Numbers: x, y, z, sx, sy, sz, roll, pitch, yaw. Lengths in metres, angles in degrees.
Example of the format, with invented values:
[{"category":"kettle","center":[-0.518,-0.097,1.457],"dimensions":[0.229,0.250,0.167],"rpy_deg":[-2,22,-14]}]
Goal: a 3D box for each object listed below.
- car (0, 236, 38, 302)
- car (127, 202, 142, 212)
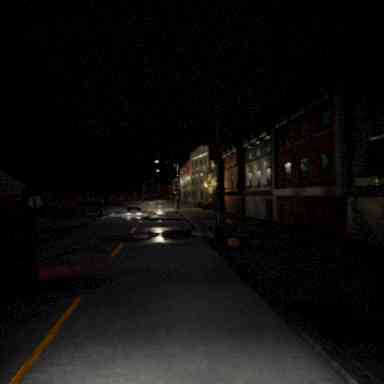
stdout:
[{"category":"car","center":[-4.599,1.654,6.570],"dimensions":[1.812,1.442,4.674],"rpy_deg":[-1,-1,-5]},{"category":"car","center":[-8.441,2.176,48.707],"dimensions":[1.895,1.301,4.718],"rpy_deg":[-1,-1,-5]}]
